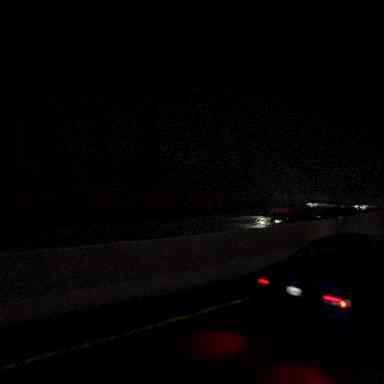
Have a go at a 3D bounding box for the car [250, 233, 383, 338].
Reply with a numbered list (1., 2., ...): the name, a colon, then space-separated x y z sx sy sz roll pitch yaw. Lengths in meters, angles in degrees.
1. car: 3.475 1.554 6.667 5.357 1.411 2.033 0 0 -40

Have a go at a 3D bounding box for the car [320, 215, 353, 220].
1. car: 10.738 1.572 23.992 2.033 1.411 5.357 0 0 40
